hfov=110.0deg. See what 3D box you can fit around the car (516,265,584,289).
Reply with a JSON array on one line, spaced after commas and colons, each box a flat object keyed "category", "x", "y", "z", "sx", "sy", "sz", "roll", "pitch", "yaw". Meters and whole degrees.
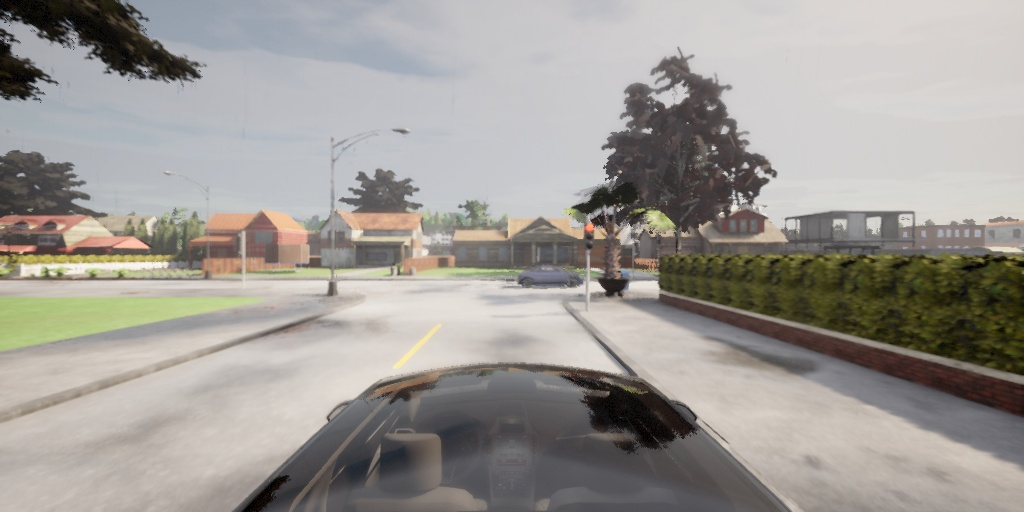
[{"category": "car", "x": 2.325, "y": 1.250, "z": 22.145, "sx": 4.181, "sy": 1.385, "sz": 1.994, "roll": 0, "pitch": 0, "yaw": 0}]
